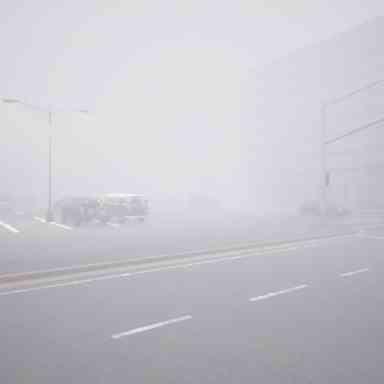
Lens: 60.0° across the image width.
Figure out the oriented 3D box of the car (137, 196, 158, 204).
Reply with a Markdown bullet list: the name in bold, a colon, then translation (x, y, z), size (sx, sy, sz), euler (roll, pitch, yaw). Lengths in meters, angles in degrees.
- **car**: translation (-8.953, 1.547, 66.022), size (2.128, 1.511, 4.902), euler (0, 0, -35)

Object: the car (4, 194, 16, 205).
- **car**: translation (-29.692, 1.212, 53.715), size (1.905, 1.878, 3.866), euler (0, 0, -35)

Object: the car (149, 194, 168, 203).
- **car**: translation (-7.019, 1.407, 69.358), size (2.097, 1.767, 4.553), euler (0, 0, -35)

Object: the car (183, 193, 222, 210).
- **car**: translation (1.632, 1.277, 44.822), size (2.150, 2.045, 5.566), euler (0, 0, -35)

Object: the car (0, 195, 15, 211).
- **car**: translation (-21.815, 1.451, 37.892), size (1.970, 1.475, 3.806), euler (0, 0, -35)

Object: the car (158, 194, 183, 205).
- **car**: translation (-3.540, 1.533, 58.443), size (1.882, 1.535, 5.008), euler (0, 0, -36)

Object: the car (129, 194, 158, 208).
- **car**: translation (-8.665, 1.603, 59.412), size (2.033, 1.411, 5.357), euler (0, 0, -35)

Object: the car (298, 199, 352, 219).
- **car**: translation (12.028, 1.408, 30.225), size (2.097, 1.767, 4.553), euler (0, 0, -35)

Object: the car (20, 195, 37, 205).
- **car**: translation (-27.298, 1.209, 55.342), size (1.932, 1.855, 4.605), euler (0, 0, -35)

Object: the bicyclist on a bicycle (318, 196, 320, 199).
- **bicyclist on a bicycle**: translation (16.505, 1.356, 42.866), size (1.656, 1.620, 0.582), euler (0, 0, -35)
